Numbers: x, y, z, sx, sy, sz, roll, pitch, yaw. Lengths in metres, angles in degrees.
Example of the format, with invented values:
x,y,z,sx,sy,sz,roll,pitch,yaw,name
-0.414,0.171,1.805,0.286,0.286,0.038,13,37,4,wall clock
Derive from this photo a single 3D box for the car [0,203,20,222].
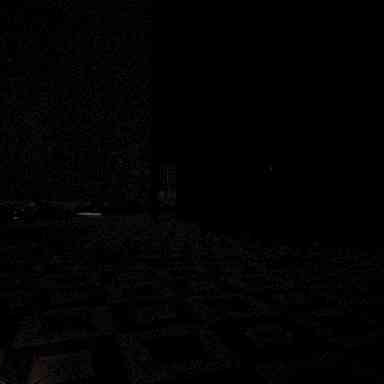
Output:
x,y,z,sx,sy,sz,roll,pitch,yaw,name
-16.434,1.774,26.193,1.947,1.339,4.313,-1,-2,35,car

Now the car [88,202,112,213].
x,y,z,sx,sy,sz,roll,pitch,yaw,name
-10.893,2.011,44.023,1.812,1.442,4.674,0,-1,35,car

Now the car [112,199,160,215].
x,y,z,sx,sy,sz,roll,pitch,yaw,name
-6.605,1.791,39.983,2.192,1.841,5.009,-1,-2,35,car

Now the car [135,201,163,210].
x,y,z,sx,sy,sz,roll,pitch,yaw,name
-6.987,2.209,54.122,2.008,1.369,4.403,-1,-2,35,car

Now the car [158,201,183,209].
x,y,z,sx,sy,sz,roll,pitch,yaw,name
-3.710,2.305,58.716,2.008,1.369,4.403,-1,-2,35,car

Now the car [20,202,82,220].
x,y,z,sx,sy,sz,roll,pitch,yaw,name
-13.059,1.824,30.926,1.752,1.417,4.829,-1,-2,35,car

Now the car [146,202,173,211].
x,y,z,sx,sy,sz,roll,pitch,yaw,name
-5.034,2.217,52.175,1.994,1.385,4.181,0,-1,37,car

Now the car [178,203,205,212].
x,y,z,sx,sy,sz,roll,pitch,yaw,name
-0.046,2.245,49.171,1.802,1.307,4.206,-1,-2,36,car

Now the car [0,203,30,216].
x,y,z,sx,sy,sz,roll,pitch,yaw,name
-20.093,1.841,35.743,2.008,1.369,4.403,-1,-1,35,car

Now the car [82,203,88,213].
x,y,z,sx,sy,sz,roll,pitch,yaw,name
-13.540,2.016,44.933,1.887,1.381,4.507,-1,-2,35,car

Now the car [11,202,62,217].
x,y,z,sx,sy,sz,roll,pitch,yaw,name
-16.679,1.852,35.927,1.812,1.442,4.674,0,-1,36,car

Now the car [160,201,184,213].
x,y,z,sx,sy,sz,roll,pitch,yaw,name
-3.327,2.113,44.572,1.887,1.381,4.507,-1,-2,35,car
